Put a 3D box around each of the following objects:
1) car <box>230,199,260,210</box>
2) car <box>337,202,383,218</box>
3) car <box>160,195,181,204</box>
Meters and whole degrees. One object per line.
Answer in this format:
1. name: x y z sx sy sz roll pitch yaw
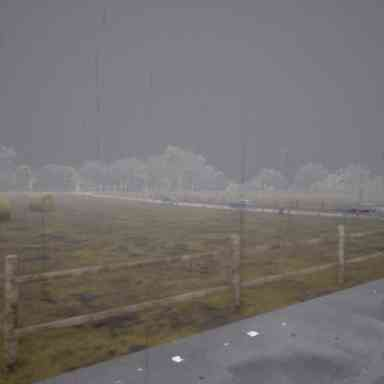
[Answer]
1. car: 7.041 1.648 45.000 1.812 1.442 4.674 2 0 -36
2. car: 16.452 1.679 31.878 2.128 1.511 4.902 2 -1 -36
3. car: -3.910 1.293 60.447 2.128 1.511 4.902 2 0 -36
